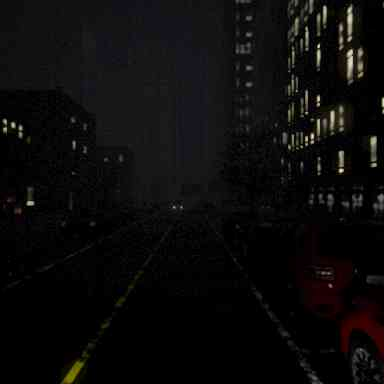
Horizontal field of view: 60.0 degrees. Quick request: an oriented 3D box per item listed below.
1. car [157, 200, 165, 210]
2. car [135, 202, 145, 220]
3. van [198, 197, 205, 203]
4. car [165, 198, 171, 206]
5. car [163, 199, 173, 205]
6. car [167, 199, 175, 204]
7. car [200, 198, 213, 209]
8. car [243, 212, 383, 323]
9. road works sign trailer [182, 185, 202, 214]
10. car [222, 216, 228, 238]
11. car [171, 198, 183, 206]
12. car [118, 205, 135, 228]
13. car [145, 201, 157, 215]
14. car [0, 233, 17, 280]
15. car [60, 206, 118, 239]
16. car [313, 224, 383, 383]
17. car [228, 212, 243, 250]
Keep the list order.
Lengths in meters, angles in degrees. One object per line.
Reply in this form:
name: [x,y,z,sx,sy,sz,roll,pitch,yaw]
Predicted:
car: [-5.702,2.084,51.452,2.008,1.369,4.403,0,-1,0]
car: [-5.698,1.847,29.356,2.008,1.369,4.403,0,-1,0]
van: [2.672,2.180,79.077,1.690,1.788,3.998,0,-1,0]
car: [-5.706,2.327,73.547,2.008,1.369,4.403,0,-1,0]
car: [-5.707,2.384,79.070,1.887,1.381,4.507,0,-1,0]
car: [-5.708,2.531,90.117,1.947,1.339,4.313,0,-1,0]
car: [2.677,2.144,56.979,2.008,1.369,4.403,0,-1,0]
car: [2.685,1.387,7.267,2.192,1.841,5.009,0,-1,0]
road works sign trailer: [-0.007,0.885,41.010,2.380,3.560,2.880,0,-1,0]
car: [2.685,1.748,18.313,1.947,1.339,4.313,0,-1,0]
car: [-3.012,2.233,71.774,1.882,1.535,5.008,0,-1,0]
car: [-5.697,1.790,23.832,2.008,1.369,4.403,0,-1,0]
car: [-5.700,1.938,40.233,1.752,1.417,4.829,0,-1,0]
car: [-5.694,1.512,7.262,1.967,1.590,4.097,0,-1,0]
car: [-5.696,1.623,18.311,1.967,1.590,4.097,0,-1,0]
car: [2.686,1.333,1.743,2.192,1.841,5.009,0,-1,0]
car: [2.685,1.671,12.789,1.887,1.381,4.507,0,-1,0]
